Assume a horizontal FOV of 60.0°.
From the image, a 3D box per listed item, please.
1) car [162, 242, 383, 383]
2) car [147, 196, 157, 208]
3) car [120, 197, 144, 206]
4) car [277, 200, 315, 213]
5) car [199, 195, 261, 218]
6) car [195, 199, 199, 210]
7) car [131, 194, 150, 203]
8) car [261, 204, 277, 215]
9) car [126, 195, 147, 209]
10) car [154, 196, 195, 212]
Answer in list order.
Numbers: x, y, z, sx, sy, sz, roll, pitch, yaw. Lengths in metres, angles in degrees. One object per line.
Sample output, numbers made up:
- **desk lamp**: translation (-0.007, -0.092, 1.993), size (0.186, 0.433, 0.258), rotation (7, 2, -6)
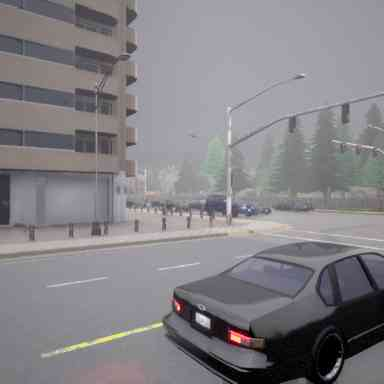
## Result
- **car**: translation (2.180, 1.547, 5.334), size (5.357, 1.411, 2.033), rotation (0, 0, -35)
- **car**: translation (-4.197, 1.407, 48.225), size (2.097, 1.767, 4.553), rotation (0, 0, -36)
- **car**: translation (-10.372, 1.603, 56.868), size (2.033, 1.411, 5.357), rotation (0, 0, -35)
- **car**: translation (11.476, 1.603, 38.425), size (2.033, 1.411, 5.357), rotation (0, 0, -32)
- **car**: translation (3.453, 1.277, 31.597), size (2.150, 2.045, 5.566), rotation (0, 0, -36)
- **car**: translation (1.044, 1.581, 40.950), size (1.812, 1.442, 4.674), rotation (0, 0, -36)
- **car**: translation (-10.951, 1.408, 69.866), size (2.097, 1.767, 4.553), rotation (0, 0, -36)
- **car**: translation (6.075, 1.619, 33.947), size (1.994, 1.385, 4.181), rotation (0, 0, -36)
- **car**: translation (-8.218, 1.560, 47.820), size (1.837, 1.490, 4.892), rotation (0, 0, -36)
- **car**: translation (-2.140, 1.560, 39.366), size (1.837, 1.490, 4.892), rotation (0, 0, -36)
